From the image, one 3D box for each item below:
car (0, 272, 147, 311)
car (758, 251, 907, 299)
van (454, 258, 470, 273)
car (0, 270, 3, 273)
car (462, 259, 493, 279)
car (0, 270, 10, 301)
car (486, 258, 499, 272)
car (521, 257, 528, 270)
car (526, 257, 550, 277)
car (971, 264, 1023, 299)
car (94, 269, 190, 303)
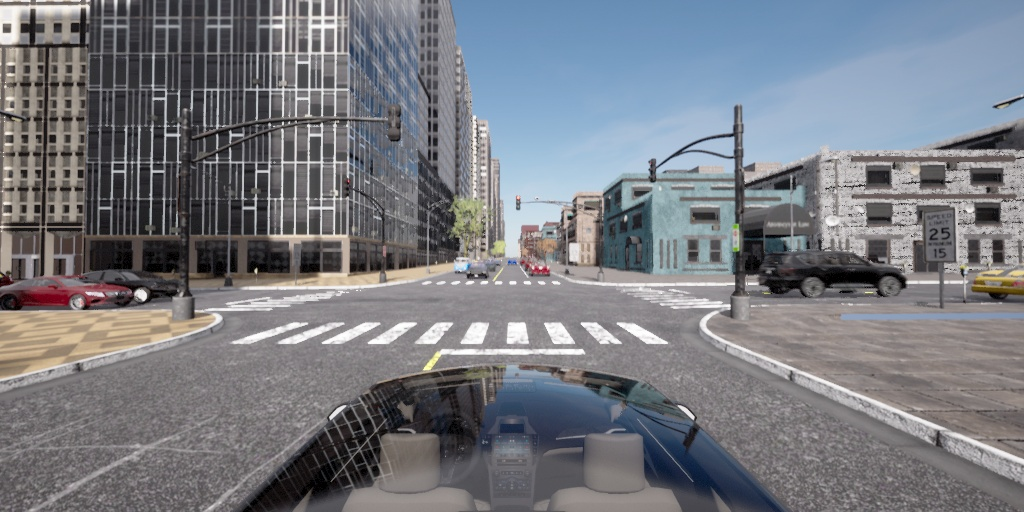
[{"bbox_3d":[-17.416,1.408,14.034,4.207,1.307,1.802,0,0,1],"label":"car"},{"bbox_3d":[14.289,0.789,16.239,5.566,2.045,2.150,-1,-1,0],"label":"car"},{"bbox_3d":[-5.678,1.081,41.505,1.690,1.789,3.998,0,0,0],"label":"van"},{"bbox_3d":[-23.099,1.321,14.090,4.097,1.591,1.967,0,0,1],"label":"car"},{"bbox_3d":[-3.076,1.291,33.058,2.033,1.411,5.357,0,0,-1],"label":"car"},{"bbox_3d":[-27.386,1.458,16.738,4.902,1.511,2.128,0,-1,1],"label":"car"},{"bbox_3d":[-3.086,1.302,45.939,1.994,1.385,4.181,0,0,0],"label":"car"},{"bbox_3d":[2.704,1.053,47.215,2.192,1.841,5.009,0,0,0],"label":"car"},{"bbox_3d":[2.701,1.182,35.867,1.967,1.591,4.097,0,0,0],"label":"car"},{"bbox_3d":[20.693,0.990,13.657,4.829,1.417,1.751,0,0,1],"label":"car"},{"bbox_3d":[-17.889,1.354,16.645,5.008,1.535,1.882,-1,-1,0],"label":"car"}]
